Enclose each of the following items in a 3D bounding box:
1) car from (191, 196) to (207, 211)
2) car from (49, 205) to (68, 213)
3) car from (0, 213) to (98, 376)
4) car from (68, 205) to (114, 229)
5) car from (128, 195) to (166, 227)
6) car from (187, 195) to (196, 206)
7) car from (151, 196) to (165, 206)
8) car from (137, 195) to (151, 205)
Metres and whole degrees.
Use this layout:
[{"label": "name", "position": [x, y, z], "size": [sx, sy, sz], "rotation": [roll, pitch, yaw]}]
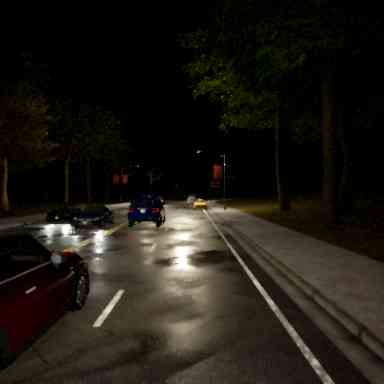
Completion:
[{"label": "car", "position": [1.130, 1.702, 45.230], "size": [1.801, 1.575, 5.366], "rotation": [0, 0, 0]}, {"label": "car", "position": [-9.851, 1.702, 26.189], "size": [1.994, 1.385, 4.181], "rotation": [0, 0, 0]}, {"label": "car", "position": [-3.150, 1.379, 4.989], "size": [2.097, 1.767, 4.553], "rotation": [0, 0, 0]}, {"label": "car", "position": [-6.602, 1.646, 22.815], "size": [1.812, 1.442, 4.674], "rotation": [0, 0, 0]}, {"label": "car", "position": [-3.153, 1.348, 23.967], "size": [2.150, 2.045, 5.566], "rotation": [0, 0, 0]}, {"label": "car", "position": [-0.011, 1.895, 64.638], "size": [1.812, 1.442, 4.674], "rotation": [0, 0, 0]}, {"label": "car", "position": [-6.529, 1.717, 63.815], "size": [2.097, 1.767, 4.553], "rotation": [0, 0, 0]}, {"label": "car", "position": [-9.762, 1.609, 68.079], "size": [2.150, 2.045, 5.566], "rotation": [0, 0, 0]}]
